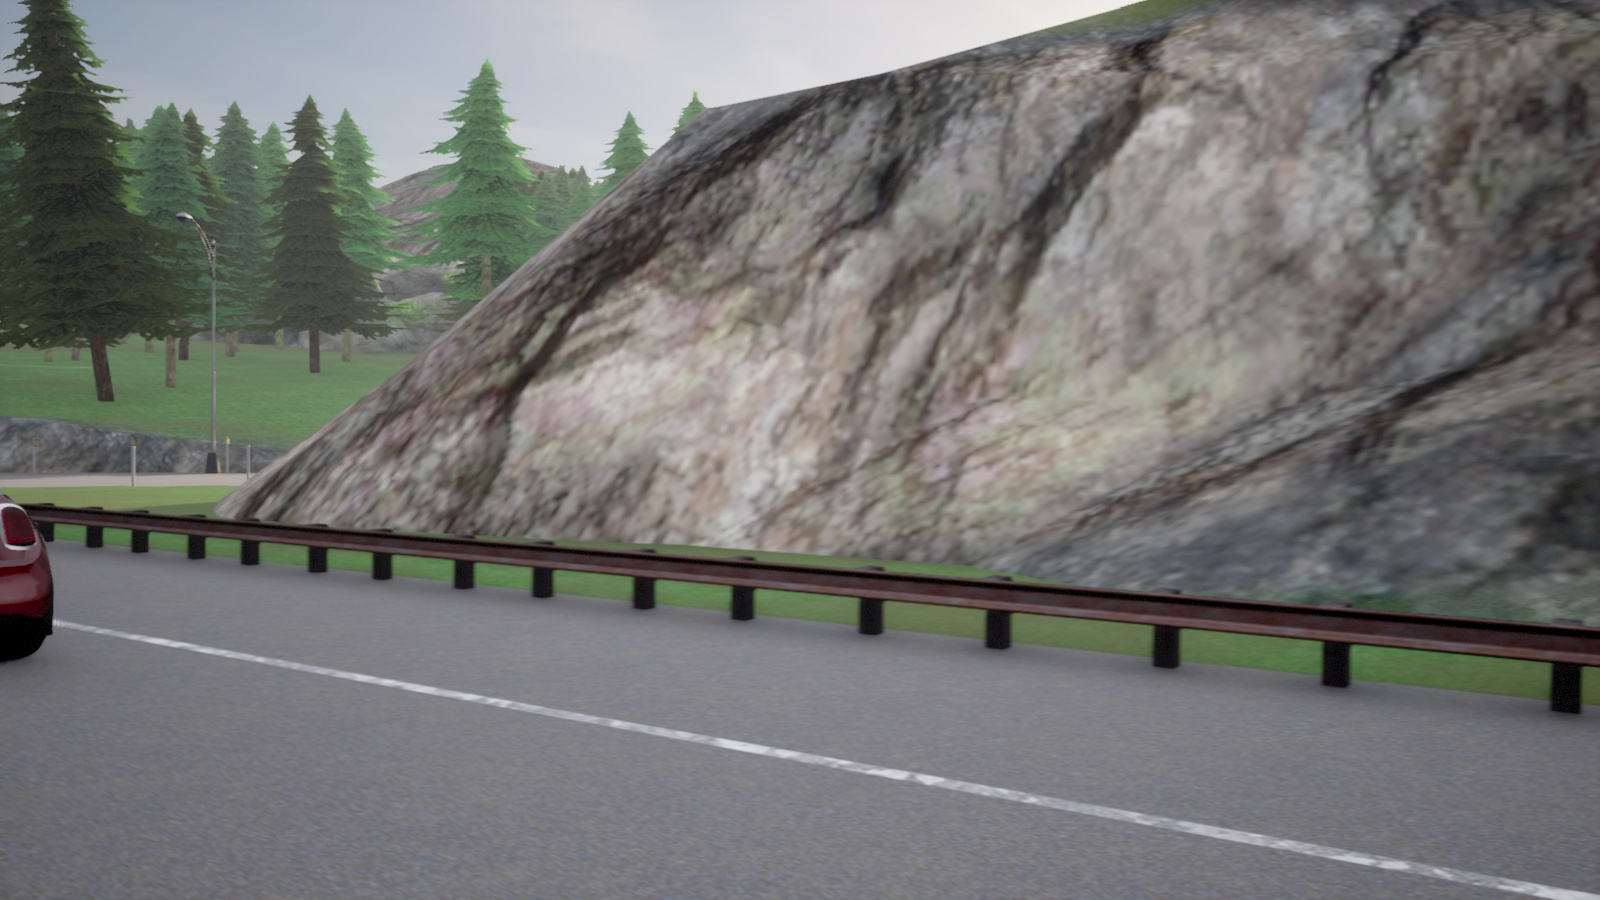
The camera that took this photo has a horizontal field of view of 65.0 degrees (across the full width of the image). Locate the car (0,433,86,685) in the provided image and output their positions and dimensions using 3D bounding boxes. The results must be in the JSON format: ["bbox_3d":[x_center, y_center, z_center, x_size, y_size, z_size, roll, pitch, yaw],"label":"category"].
[{"bbox_3d":[-6.545,0.647,7.973,3.806,1.475,1.970,0,1,34],"label":"car"}]
